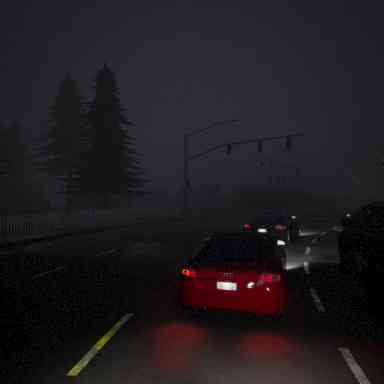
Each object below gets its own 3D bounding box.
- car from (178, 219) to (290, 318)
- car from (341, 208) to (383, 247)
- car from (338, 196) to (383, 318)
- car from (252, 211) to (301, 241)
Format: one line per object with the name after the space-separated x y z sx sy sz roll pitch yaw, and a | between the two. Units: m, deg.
1.123 1.564 7.577 1.994 1.385 4.181 0 0 15 | car
8.359 1.564 15.812 1.994 1.385 4.181 0 0 28 | car
4.701 1.221 7.219 2.150 2.045 5.566 0 0 15 | car
3.780 1.564 15.549 1.994 1.385 4.181 0 0 26 | car
